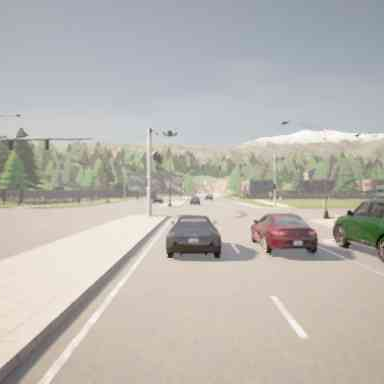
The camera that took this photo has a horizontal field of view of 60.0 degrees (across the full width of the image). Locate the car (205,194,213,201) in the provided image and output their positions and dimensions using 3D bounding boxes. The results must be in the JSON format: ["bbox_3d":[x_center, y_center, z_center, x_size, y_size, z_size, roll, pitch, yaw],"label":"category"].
[{"bbox_3d":[4.469,1.364,87.706,2.097,1.767,4.553,0,0,1],"label":"car"}]

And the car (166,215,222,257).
[{"bbox_3d":[0.062,1.590,13.088,1.994,1.385,4.181,0,0,0],"label":"car"}]

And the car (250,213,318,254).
[{"bbox_3d":[3.563,1.553,13.423,1.812,1.442,4.674,0,0,0],"label":"car"}]

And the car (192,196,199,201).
[{"bbox_3d":[0.971,1.604,87.816,1.895,1.301,4.718,0,0,1],"label":"car"}]

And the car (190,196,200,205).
[{"bbox_3d":[0.584,1.689,62.360,1.994,1.385,4.181,0,0,1],"label":"car"}]

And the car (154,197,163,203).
[{"bbox_3d":[-7.282,1.738,71.240,1.895,1.301,4.718,0,0,1],"label":"car"}]

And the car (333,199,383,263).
[{"bbox_3d":[7.051,1.245,11.769,2.150,2.045,5.566,0,0,0],"label":"car"}]
